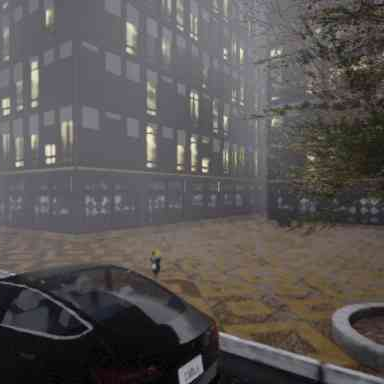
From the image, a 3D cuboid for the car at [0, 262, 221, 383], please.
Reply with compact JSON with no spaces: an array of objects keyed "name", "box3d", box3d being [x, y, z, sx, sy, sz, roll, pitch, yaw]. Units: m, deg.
[{"name":"car","box3d":[-1.700,1.561,4.052,4.313,1.339,1.947,0,0,36]}]
